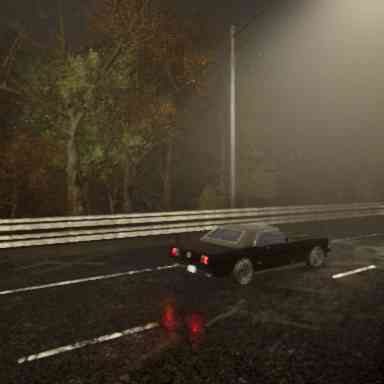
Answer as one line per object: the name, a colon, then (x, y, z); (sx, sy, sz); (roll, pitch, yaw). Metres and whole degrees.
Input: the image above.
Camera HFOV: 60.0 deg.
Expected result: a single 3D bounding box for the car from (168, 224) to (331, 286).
car: (1.800, 1.558, 9.298); (4.718, 1.301, 1.895); (0, 0, -35)
